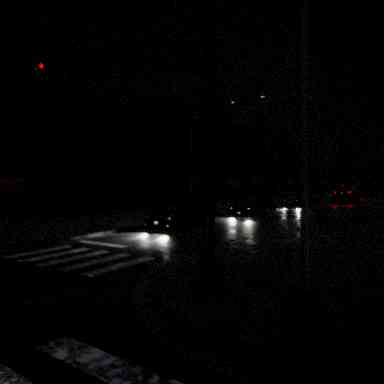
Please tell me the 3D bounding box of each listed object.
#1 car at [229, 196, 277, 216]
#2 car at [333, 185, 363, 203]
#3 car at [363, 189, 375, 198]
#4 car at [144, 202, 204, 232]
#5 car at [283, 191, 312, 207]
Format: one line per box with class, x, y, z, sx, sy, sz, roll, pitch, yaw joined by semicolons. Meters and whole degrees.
car;4.802;0.995;25.384;2.033;1.411;5.357;0;1;35
car;18.314;0.179;39.333;2.150;2.045;5.566;0;0;36
car;27.254;0.224;51.921;1.895;1.301;4.718;0;1;35
car;-0.614;1.254;17.755;1.994;1.385;4.181;0;1;35
car;10.814;0.694;33.844;1.837;1.490;4.892;0;1;35
